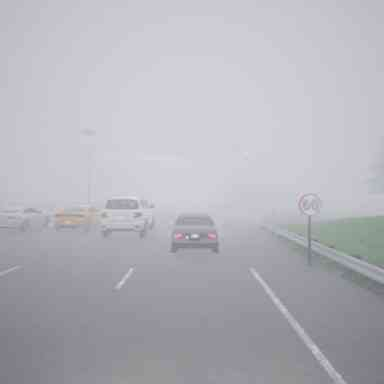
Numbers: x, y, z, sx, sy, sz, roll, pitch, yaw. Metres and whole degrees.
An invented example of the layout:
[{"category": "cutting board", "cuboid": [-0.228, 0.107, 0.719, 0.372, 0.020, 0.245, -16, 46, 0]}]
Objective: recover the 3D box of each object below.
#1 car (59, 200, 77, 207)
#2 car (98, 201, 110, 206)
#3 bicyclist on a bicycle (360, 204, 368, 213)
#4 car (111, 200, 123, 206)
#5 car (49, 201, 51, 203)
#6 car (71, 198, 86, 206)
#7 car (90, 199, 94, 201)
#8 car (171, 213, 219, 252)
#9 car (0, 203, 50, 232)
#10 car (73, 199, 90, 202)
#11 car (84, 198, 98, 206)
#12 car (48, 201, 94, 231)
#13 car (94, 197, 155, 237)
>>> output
[{"category": "car", "cuboid": [-27.528, 2.593, 73.979, 2.033, 1.411, 5.357, 0, -2, 1]}, {"category": "car", "cuboid": [-23.812, 3.087, 90.178, 1.837, 1.490, 4.892, 0, -2, 1]}, {"category": "bicyclist on a bicycle", "cuboid": [32.014, 3.017, 61.730, 0.582, 1.620, 1.656, 3, -1, -25]}, {"category": "car", "cuboid": [-20.312, 3.068, 90.133, 1.882, 1.535, 5.008, 0, -2, 1]}, {"category": "car", "cuboid": [-31.028, 2.645, 73.994, 1.895, 1.301, 4.718, 0, -2, 1]}, {"category": "car", "cuboid": [-30.811, 2.805, 90.251, 2.150, 2.045, 5.566, 0, -2, 1]}, {"category": "car", "cuboid": [-20.528, 2.584, 73.887, 1.812, 1.442, 4.674, 0, -2, 1]}, {"category": "car", "cuboid": [0.103, 1.585, 13.991, 2.033, 1.411, 5.357, 0, 0, 0]}, {"category": "car", "cuboid": [-10.406, 1.588, 20.361, 1.812, 1.442, 4.674, 0, -1, 0]}, {"category": "car", "cuboid": [-24.028, 2.534, 73.935, 1.882, 1.535, 5.008, 0, -2, 1]}, {"category": "car", "cuboid": [-27.312, 2.808, 90.205, 2.150, 2.045, 5.566, 0, -2, 1]}, {"category": "car", "cuboid": [-6.892, 1.551, 20.895, 1.882, 1.535, 5.008, 0, -1, 0]}, {"category": "car", "cuboid": [-3.393, 1.278, 18.395, 2.150, 2.045, 5.566, 0, 0, 0]}]
